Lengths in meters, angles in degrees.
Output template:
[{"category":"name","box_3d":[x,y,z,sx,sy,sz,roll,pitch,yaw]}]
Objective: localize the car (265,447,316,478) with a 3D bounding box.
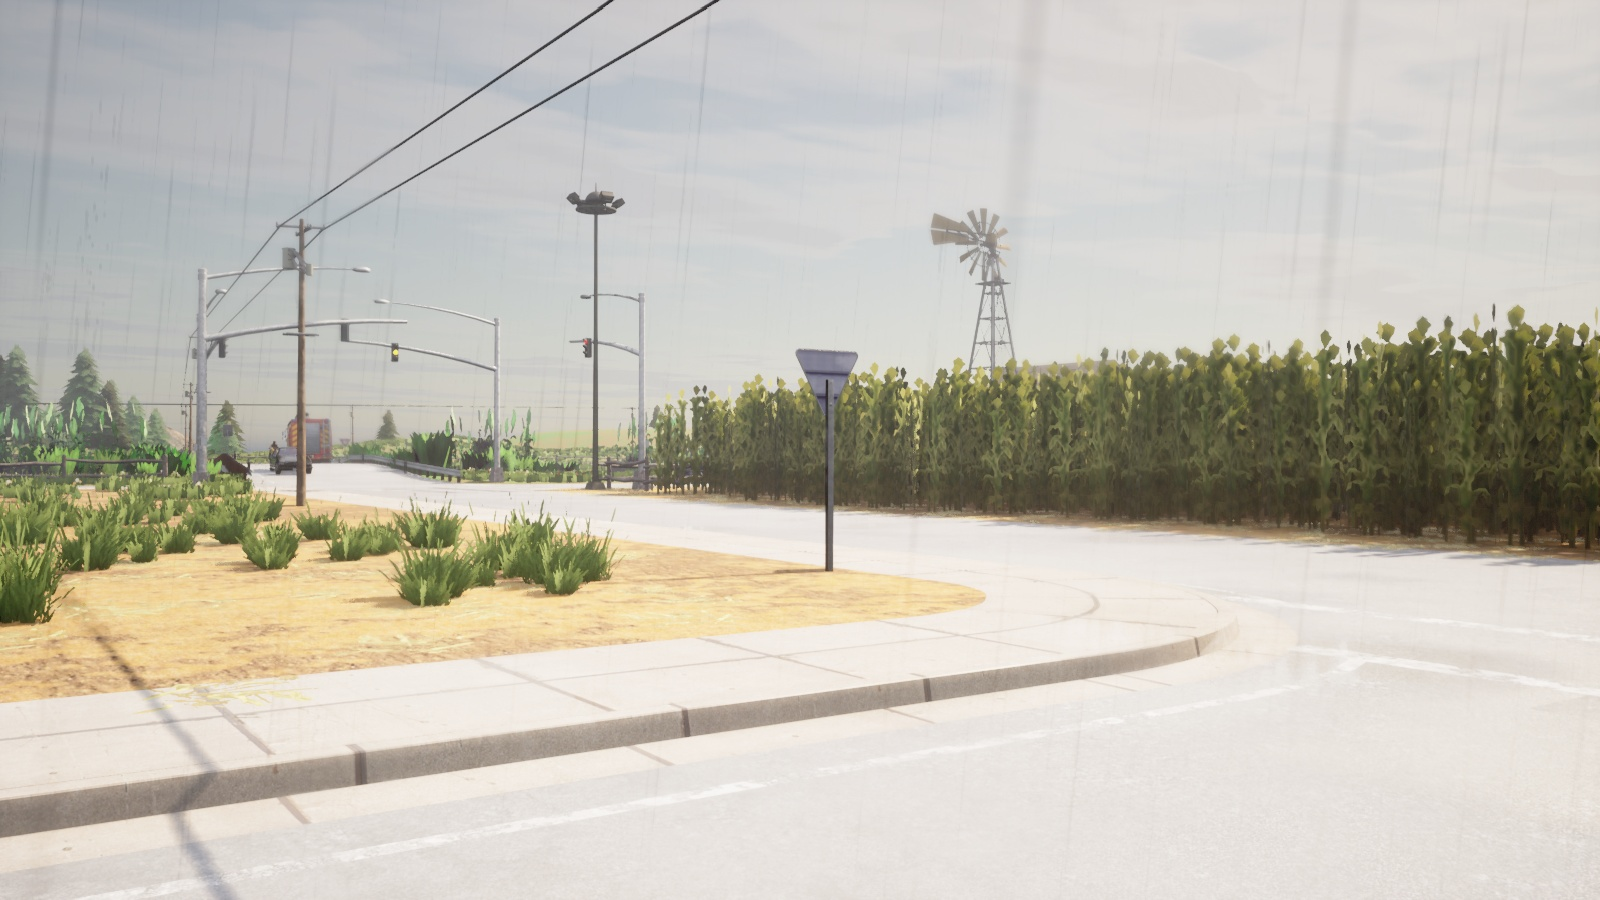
[{"category":"car","box_3d":[-28.228,0.653,69.513,2.033,1.411,5.357,0,3,-28]}]
